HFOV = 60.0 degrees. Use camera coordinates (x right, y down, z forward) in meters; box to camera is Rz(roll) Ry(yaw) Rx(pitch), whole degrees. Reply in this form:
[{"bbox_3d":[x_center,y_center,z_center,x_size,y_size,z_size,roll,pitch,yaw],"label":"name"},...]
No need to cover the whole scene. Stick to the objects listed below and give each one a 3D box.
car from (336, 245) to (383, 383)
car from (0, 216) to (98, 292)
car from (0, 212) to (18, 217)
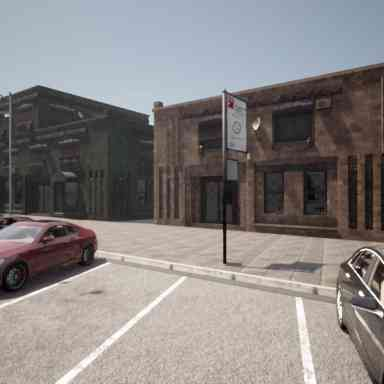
[{"bbox_3d":[2.970,1.487,3.976,2.231,1.521,4.892,1,-1,15],"label":"car"},{"bbox_3d":[-4.365,1.527,9.192,2.002,1.452,4.674,1,-1,16],"label":"car"},{"bbox_3d":[-6.817,1.518,10.906,2.163,1.488,4.792,1,-1,16],"label":"car"}]
